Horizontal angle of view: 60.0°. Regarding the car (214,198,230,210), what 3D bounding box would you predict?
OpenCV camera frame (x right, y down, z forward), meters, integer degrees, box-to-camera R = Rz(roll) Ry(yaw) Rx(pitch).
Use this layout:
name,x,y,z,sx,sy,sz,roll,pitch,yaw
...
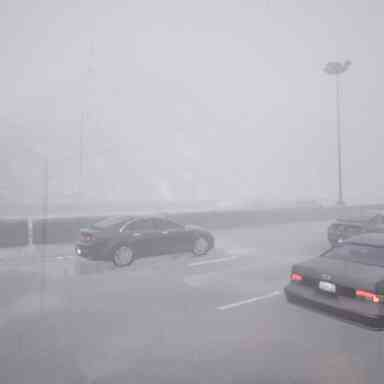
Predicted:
name,x,y,z,sx,sy,sz,roll,pitch,yaw
car,4.930,1.526,41.909,4.674,1.442,1.812,0,0,-35

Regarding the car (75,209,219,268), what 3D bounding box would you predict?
name,x,y,z,sx,sy,sz,roll,pitch,yaw
car,-1.399,1.507,11.351,4.892,1.490,1.837,-1,0,-35

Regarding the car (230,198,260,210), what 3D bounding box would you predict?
name,x,y,z,sx,sy,sz,roll,pitch,yaw
car,7.179,1.505,39.216,4.892,1.490,1.837,0,0,-35

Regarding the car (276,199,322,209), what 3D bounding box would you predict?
name,x,y,z,sx,sy,sz,roll,pitch,yaw
car,11.042,1.506,33.374,4.892,1.490,1.837,0,0,-35

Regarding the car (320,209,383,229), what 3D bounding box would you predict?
name,x,y,z,sx,sy,sz,roll,pitch,yaw
car,7.402,1.505,13.334,4.892,1.490,1.837,0,0,-36

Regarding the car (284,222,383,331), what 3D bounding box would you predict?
name,x,y,z,sx,sy,sz,roll,pitch,yaw
car,4.189,1.547,6.739,5.357,1.411,2.033,0,0,-36

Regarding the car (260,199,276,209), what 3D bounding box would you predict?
name,x,y,z,sx,sy,sz,roll,pitch,yaw
car,10.123,1.526,37.017,4.674,1.442,1.812,0,0,-35
